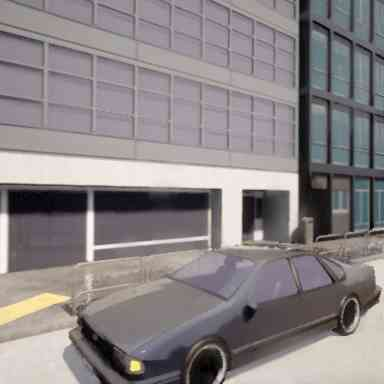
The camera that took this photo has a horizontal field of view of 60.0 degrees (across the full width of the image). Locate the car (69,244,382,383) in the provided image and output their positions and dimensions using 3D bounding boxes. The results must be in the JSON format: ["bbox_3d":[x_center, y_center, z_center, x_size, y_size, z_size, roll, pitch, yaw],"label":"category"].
[{"bbox_3d":[0.980,1.607,5.328,5.357,1.411,2.033,1,-1,-36],"label":"car"}]
